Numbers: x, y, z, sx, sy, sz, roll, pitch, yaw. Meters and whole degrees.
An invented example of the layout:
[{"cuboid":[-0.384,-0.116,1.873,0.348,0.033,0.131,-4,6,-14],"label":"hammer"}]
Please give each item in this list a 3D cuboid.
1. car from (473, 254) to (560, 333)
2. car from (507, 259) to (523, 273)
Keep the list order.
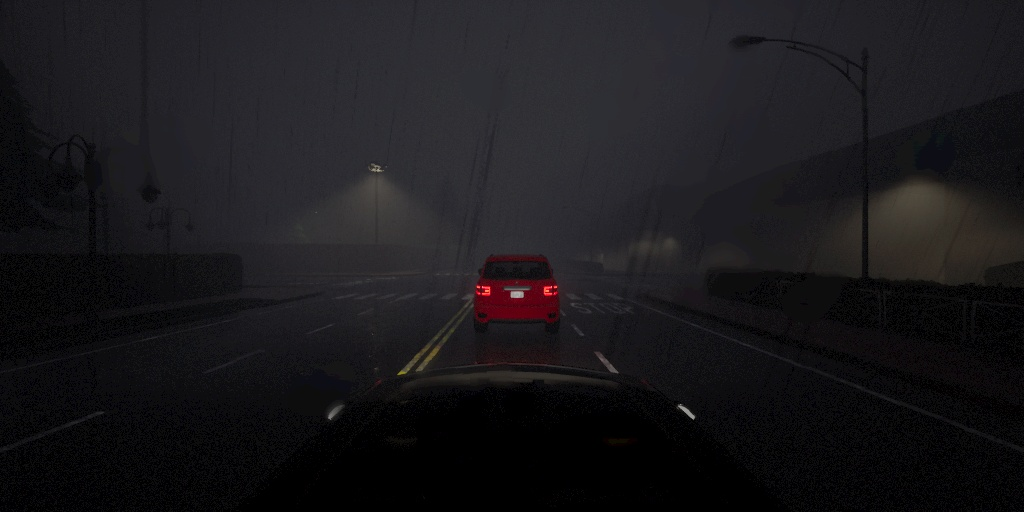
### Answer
[{"cuboid":[0.122,0.971,10.847,2.150,2.045,5.566,0,0,0],"label":"car"},{"cuboid":[0.349,1.228,44.911,1.882,1.535,5.008,0,0,1],"label":"car"}]
